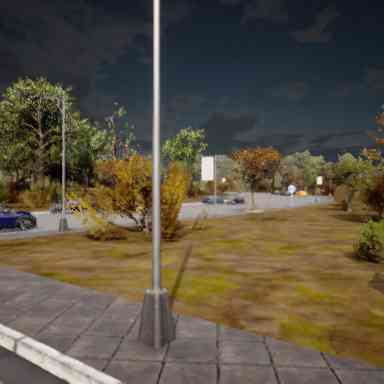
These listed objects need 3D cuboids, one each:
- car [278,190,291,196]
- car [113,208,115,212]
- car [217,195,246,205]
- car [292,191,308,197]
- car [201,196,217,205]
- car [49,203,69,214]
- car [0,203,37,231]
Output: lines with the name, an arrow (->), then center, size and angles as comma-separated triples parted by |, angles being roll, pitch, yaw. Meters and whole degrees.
car -> 24.817, 0.429, 87.715 | 1.994, 1.385, 4.181 | 0, 1, 1
car -> -8.097, 1.572, 33.783 | 1.895, 1.301, 4.718 | 0, 0, 39
car -> 6.571, 1.218, 52.040 | 2.128, 1.511, 4.902 | 0, 1, 38
car -> 28.202, 0.392, 85.747 | 1.882, 1.535, 5.008 | 0, 1, 1
car -> 3.624, 1.276, 53.953 | 2.033, 1.411, 5.357 | 0, 1, 38
car -> -12.169, 1.450, 34.299 | 1.882, 1.535, 5.008 | 0, 0, 39
car -> -11.178, 1.334, 18.591 | 2.097, 1.767, 4.553 | 0, 0, 39
